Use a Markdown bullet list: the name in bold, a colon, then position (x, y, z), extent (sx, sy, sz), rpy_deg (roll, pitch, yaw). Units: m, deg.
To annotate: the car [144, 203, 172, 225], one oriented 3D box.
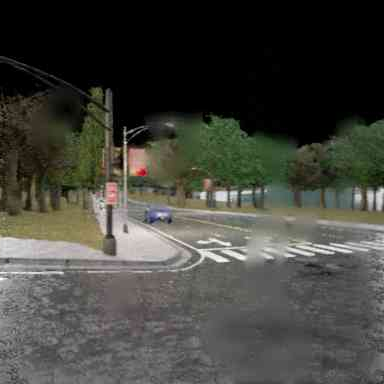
- **car**: position (-3.615, 2.196, 34.331), extent (2.150, 2.045, 5.566), rpy_deg (0, -2, -17)
